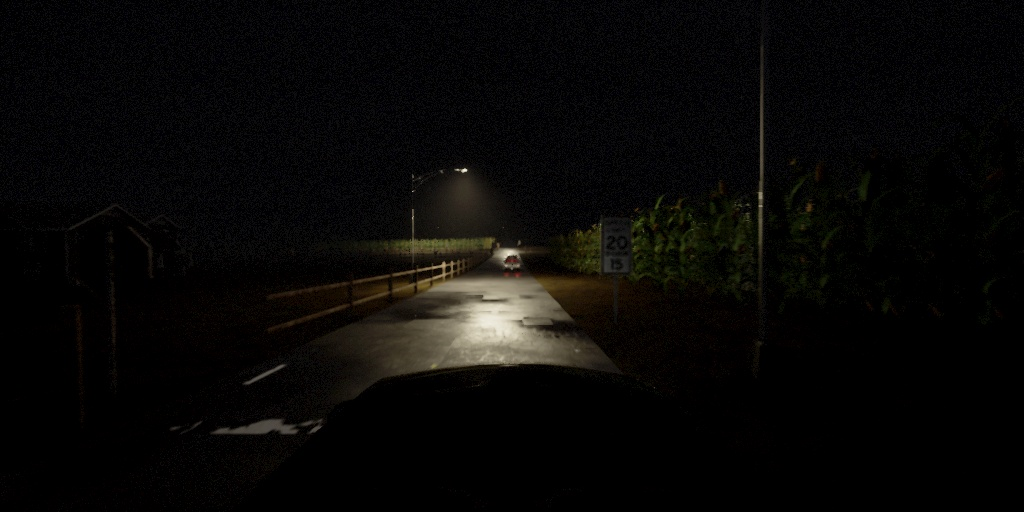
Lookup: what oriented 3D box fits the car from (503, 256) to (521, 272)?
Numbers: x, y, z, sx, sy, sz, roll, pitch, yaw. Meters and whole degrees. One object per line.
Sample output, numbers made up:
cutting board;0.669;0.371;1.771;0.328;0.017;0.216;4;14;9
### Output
car;-0.007;1.011;39.886;1.895;1.301;4.718;0;1;0
